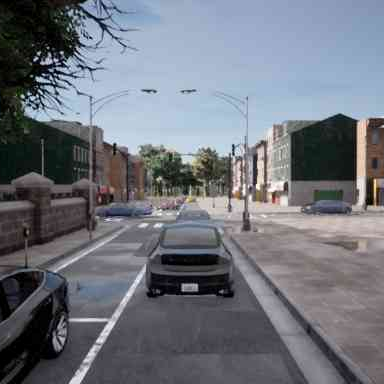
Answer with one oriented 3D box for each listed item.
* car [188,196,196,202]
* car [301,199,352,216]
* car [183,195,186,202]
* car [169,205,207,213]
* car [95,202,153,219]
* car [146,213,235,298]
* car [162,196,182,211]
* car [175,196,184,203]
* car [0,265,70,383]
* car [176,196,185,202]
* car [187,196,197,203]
[{"bbox_3d":[-0.045,1.654,82.174,2.033,1.411,5.357,0,0,0],"label":"car"},{"bbox_3d":[12.023,1.369,29.862,4.181,1.385,1.994,-1,1,0],"label":"car"},{"bbox_3d":[-2.681,1.614,63.324,1.887,1.381,4.507,-1,0,0],"label":"car"},{"bbox_3d":[0.091,1.548,16.005,2.033,1.411,5.357,0,0,0],"label":"car"},{"bbox_3d":[-6.200,1.619,29.857,5.357,1.411,2.033,-1,1,0],"label":"car"},{"bbox_3d":[-0.027,1.503,8.512,1.837,1.490,4.892,0,0,0],"label":"car"},{"bbox_3d":[-2.670,1.469,41.586,1.967,1.590,4.097,-1,0,0],"label":"car"},{"bbox_3d":[-2.687,1.639,74.194,1.887,1.381,4.507,-1,0,0],"label":"car"},{"bbox_3d":[-2.646,1.565,3.265,1.947,1.339,4.313,-1,0,0],"label":"car"},{"bbox_3d":[-2.690,1.673,79.629,1.947,1.339,4.313,-1,0,0],"label":"car"},{"bbox_3d":[-0.028,1.567,71.739,1.882,1.535,5.008,0,0,0],"label":"car"}]
